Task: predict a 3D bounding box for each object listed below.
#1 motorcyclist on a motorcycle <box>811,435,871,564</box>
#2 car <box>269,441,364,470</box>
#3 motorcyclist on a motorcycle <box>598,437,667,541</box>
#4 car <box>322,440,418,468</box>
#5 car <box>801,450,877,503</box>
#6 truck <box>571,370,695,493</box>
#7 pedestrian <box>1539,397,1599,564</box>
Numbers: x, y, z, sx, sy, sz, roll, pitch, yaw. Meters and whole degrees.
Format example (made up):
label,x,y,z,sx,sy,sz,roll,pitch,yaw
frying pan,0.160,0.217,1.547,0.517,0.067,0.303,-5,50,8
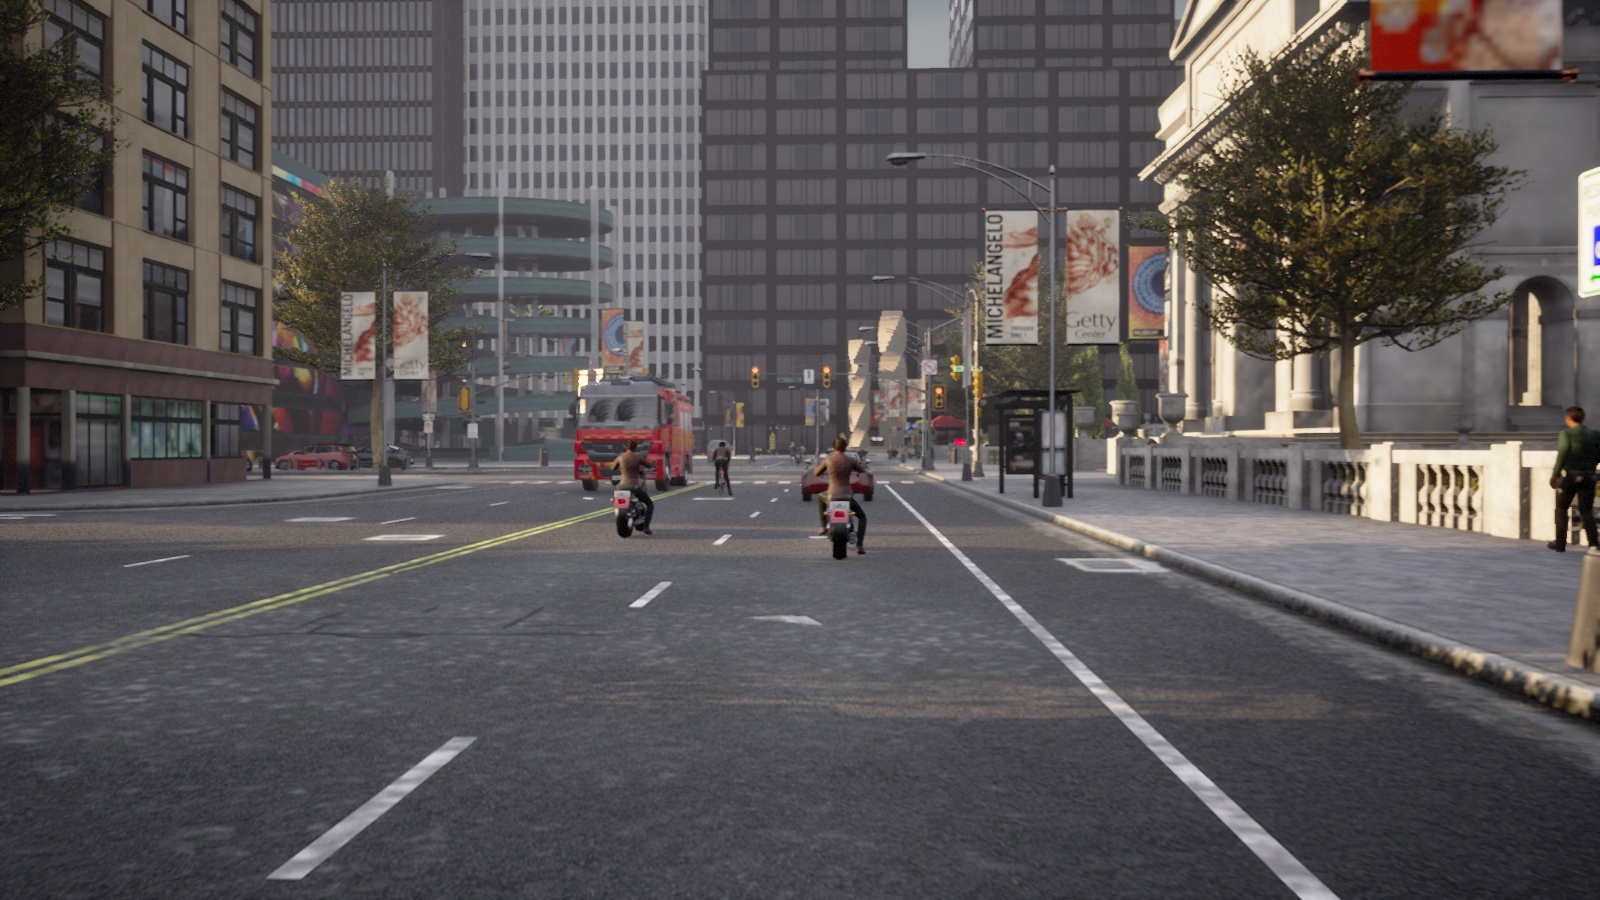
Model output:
label,x,y,z,sx,sy,sz,roll,pitch,yaw
motorcyclist on a motorcycle,0.566,0.635,17.257,0.766,1.649,2.350,0,0,2
car,-27.859,0.317,72.461,4.611,1.667,2.242,0,0,2
motorcyclist on a motorcycle,-2.794,0.619,21.182,0.766,1.649,2.350,0,0,2
car,-25.954,0.240,75.901,5.027,1.651,2.152,0,0,2
car,1.096,0.686,35.202,1.994,1.385,4.181,0,0,2
truck,-5.602,-0.583,43.615,2.891,3.827,8.468,0,0,2
pedestrian,9.305,0.355,15.067,0.423,1.949,0.788,0,0,3
